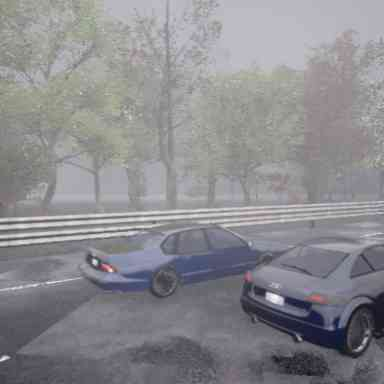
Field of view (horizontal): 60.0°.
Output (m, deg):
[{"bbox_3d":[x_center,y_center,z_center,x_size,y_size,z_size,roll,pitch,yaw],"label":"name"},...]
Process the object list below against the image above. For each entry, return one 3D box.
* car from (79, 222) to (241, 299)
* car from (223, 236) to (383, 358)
[{"bbox_3d":[0.060,1.482,8.302,5.357,1.411,2.033,-1,1,-34],"label":"car"},{"bbox_3d":[2.863,1.504,5.959,4.181,1.385,1.994,-1,1,-34],"label":"car"}]
